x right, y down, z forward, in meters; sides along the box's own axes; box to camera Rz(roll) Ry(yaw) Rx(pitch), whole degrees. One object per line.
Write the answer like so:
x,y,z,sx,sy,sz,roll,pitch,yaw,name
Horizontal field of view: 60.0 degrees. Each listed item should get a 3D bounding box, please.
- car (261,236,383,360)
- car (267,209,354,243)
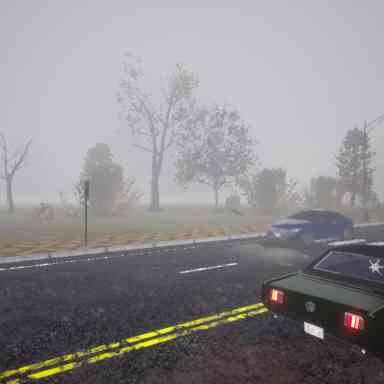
3.494,1.600,5.795,4.718,1.301,1.895,0,0,-35,car
5.514,1.522,15.163,4.674,1.442,1.812,0,0,-33,car
